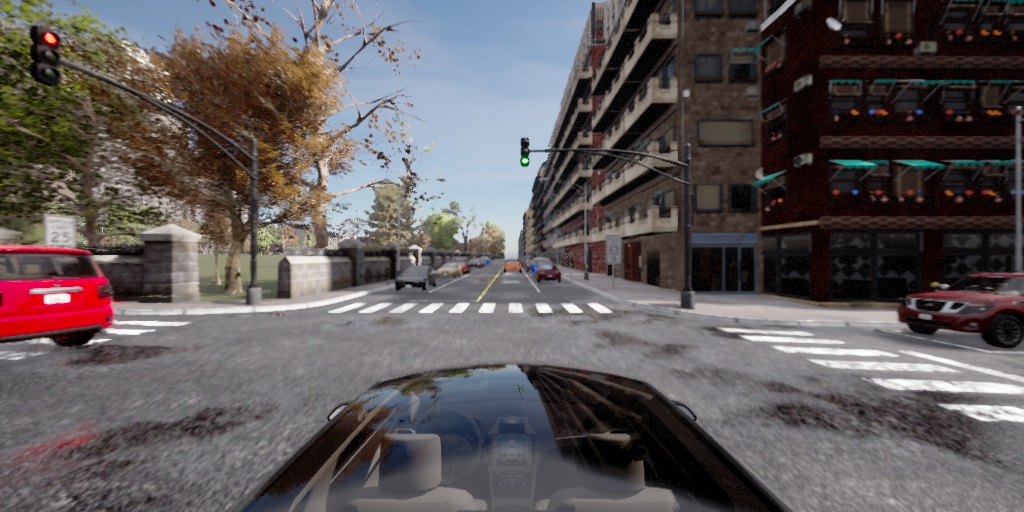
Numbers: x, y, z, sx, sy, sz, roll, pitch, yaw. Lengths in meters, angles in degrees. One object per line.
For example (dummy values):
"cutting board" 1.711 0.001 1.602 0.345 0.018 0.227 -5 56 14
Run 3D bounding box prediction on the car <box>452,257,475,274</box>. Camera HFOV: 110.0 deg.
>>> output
"car" -5.687 1.025 38.750 2.192 1.841 5.009 0 0 0

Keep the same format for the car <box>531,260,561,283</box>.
"car" 2.693 1.264 27.488 1.888 1.381 4.507 0 0 0

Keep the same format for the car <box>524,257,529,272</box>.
"car" 2.694 1.147 44.379 1.967 1.591 4.097 0 0 0

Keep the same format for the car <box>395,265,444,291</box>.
"car" -5.688 1.290 21.859 1.948 1.339 4.313 0 0 0

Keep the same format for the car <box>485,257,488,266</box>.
"car" -5.685 1.144 61.270 1.967 1.591 4.097 0 0 0

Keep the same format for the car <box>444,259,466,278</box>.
"car" -5.687 1.239 32.950 1.751 1.417 4.829 0 0 0

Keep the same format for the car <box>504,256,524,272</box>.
"car" 0.102 1.060 44.018 2.097 1.767 4.553 0 0 0

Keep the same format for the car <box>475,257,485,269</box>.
"car" -5.686 1.144 55.640 1.967 1.591 4.097 0 0 0

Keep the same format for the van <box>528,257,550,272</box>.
"van" 2.694 1.054 33.119 1.690 1.789 3.998 0 0 0

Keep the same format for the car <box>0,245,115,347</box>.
"car" -10.623 0.801 6.645 5.566 2.045 2.150 1 -1 8

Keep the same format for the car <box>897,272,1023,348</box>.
"car" 13.451 1.336 9.517 5.009 1.841 2.192 0 0 -1
